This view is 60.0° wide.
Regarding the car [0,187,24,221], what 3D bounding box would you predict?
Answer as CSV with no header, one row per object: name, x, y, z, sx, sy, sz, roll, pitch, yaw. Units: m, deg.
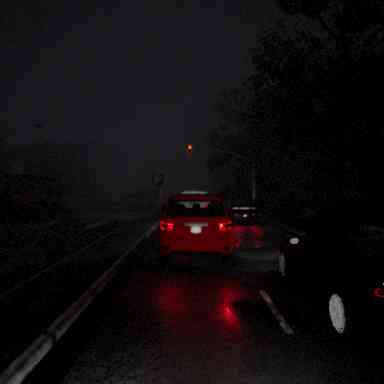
car,-13.794,0.919,20.486,5.566,2.045,2.435,-1,1,-20

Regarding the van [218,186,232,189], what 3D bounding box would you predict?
van,7.270,-0.126,69.930,4.442,1.987,1.878,0,1,-14

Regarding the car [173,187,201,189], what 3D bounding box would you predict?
car,0.150,0.882,21.716,2.150,2.045,5.566,0,1,0

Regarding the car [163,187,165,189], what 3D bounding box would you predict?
car,-9.656,-0.016,82.286,4.674,1.452,2.002,-1,1,-13

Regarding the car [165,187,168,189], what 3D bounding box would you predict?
car,-9.284,-0.066,85.288,4.674,1.452,2.002,-1,1,-13

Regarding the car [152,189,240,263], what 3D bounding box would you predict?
car,0.103,1.037,11.360,2.150,2.045,5.566,0,1,0

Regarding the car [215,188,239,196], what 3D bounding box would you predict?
car,7.653,-0.077,72.901,4.553,1.767,2.185,0,1,-14

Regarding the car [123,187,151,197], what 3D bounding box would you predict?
car,-11.457,0.233,67.338,4.792,1.488,2.163,-1,1,-15

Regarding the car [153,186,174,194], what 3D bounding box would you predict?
car,-8.021,-0.510,94.270,5.566,2.045,2.435,-1,1,-12

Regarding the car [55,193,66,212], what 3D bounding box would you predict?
car,-13.632,0.909,29.537,4.553,1.767,2.185,-1,1,-19

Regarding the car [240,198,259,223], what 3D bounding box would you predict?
car,3.155,1.146,22.035,2.128,1.511,4.902,0,1,0

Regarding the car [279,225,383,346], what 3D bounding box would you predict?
car,3.100,1.371,6.374,1.882,1.535,5.008,0,1,0

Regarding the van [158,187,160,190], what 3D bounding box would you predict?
van,-10.255,-0.182,76.316,4.442,1.987,1.878,-1,1,-14

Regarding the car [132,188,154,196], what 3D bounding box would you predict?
car,-10.720,-0.029,73.278,4.553,1.767,2.185,-1,1,-14

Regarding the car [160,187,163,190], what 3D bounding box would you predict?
car,-10.028,-0.003,79.291,4.892,1.521,2.231,-1,1,-14

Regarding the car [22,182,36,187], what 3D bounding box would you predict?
car,-28.176,-0.836,58.183,2.002,1.452,4.674,5,-2,-20

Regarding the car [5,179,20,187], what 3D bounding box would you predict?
car,-31.170,-1.399,58.234,2.435,2.045,5.566,5,-2,-19

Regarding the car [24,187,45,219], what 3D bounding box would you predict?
car,-13.722,0.873,23.521,5.566,2.045,2.435,-1,1,-20

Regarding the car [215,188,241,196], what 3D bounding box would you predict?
car,8.188,-0.005,75.897,5.366,1.575,1.946,0,1,-13

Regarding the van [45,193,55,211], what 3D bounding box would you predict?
van,-13.607,0.852,26.558,4.442,1.987,1.878,-1,1,-19

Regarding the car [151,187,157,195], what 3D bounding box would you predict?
car,-10.813,0.140,70.329,5.366,1.575,1.946,-1,1,-15
